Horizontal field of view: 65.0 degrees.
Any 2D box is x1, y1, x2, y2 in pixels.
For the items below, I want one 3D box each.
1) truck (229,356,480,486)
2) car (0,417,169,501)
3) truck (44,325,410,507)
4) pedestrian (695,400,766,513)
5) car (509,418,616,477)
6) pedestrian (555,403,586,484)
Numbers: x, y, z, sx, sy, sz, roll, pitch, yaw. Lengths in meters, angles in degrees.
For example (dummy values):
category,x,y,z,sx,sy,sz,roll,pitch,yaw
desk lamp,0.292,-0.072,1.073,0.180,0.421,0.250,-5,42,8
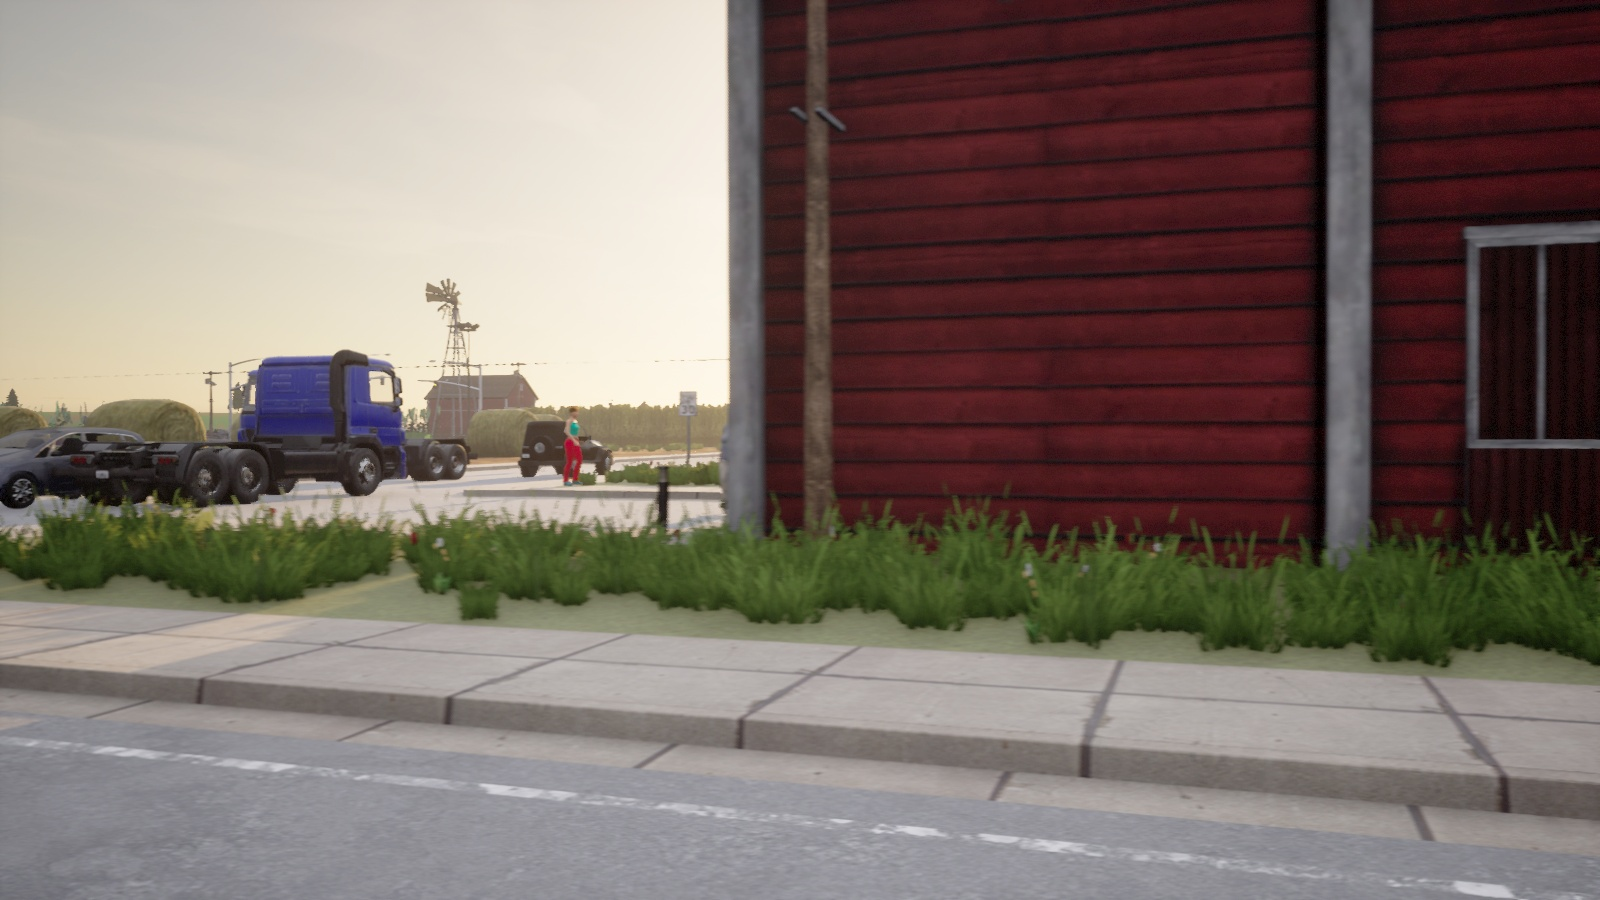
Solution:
category,x,y,z,sx,sy,sz,roll,pitch,yaw
truck,-13.022,-0.836,37.667,2.891,3.462,7.936,1,1,18
car,-16.356,0.141,27.157,2.242,1.667,4.611,0,1,18
truck,-12.364,-0.692,28.155,2.891,3.462,7.936,1,1,18
pedestrian,-1.167,0.103,21.188,0.874,1.855,0.900,1,1,25
car,-7.919,-0.115,42.212,1.905,1.878,3.866,0,1,18
pedestrian,-5.261,-0.151,28.785,0.594,1.836,0.345,1,1,22
